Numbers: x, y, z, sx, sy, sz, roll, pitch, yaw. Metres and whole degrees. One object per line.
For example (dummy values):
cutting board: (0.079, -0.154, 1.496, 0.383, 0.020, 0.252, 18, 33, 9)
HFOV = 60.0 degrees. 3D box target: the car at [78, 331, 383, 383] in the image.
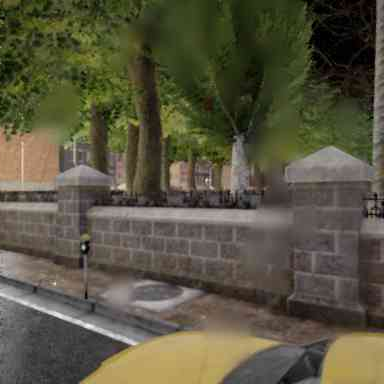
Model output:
car: (1.188, 1.526, 1.975, 4.829, 1.417, 1.752, 0, -1, 35)
